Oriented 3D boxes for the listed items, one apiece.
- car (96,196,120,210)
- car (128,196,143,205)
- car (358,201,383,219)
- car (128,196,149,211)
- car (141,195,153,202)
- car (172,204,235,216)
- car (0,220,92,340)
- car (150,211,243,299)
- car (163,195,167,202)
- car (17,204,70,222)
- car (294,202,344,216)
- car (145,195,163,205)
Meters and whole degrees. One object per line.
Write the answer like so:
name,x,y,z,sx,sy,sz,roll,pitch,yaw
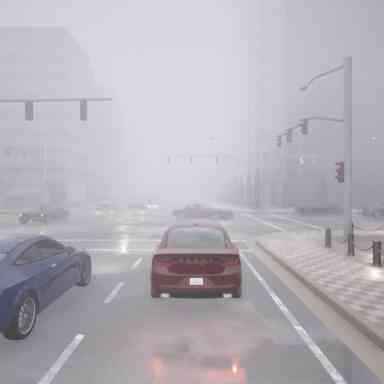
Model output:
car,-10.516,1.352,41.821,2.097,1.767,4.553,0,0,0
car,-10.438,1.506,61.487,1.837,1.490,4.892,0,-1,1
car,16.335,1.436,27.413,4.902,1.511,2.128,0,0,0
car,-6.880,1.526,41.872,1.812,1.442,4.674,0,0,-2
car,-10.348,1.520,76.779,2.128,1.511,4.902,0,0,0
car,0.840,1.555,25.498,4.718,1.301,1.895,0,0,32
car,-3.417,1.526,6.407,1.812,1.442,4.674,0,0,0
car,0.097,1.478,8.535,1.882,1.535,5.008,0,0,0
car,-6.850,1.523,75.749,2.128,1.511,4.902,0,0,0
car,-10.555,1.579,23.998,1.895,1.301,4.718,0,0,0
car,12.044,1.545,30.959,4.718,1.301,1.895,0,0,1
car,-6.949,1.493,60.443,2.128,1.511,4.902,0,0,0
